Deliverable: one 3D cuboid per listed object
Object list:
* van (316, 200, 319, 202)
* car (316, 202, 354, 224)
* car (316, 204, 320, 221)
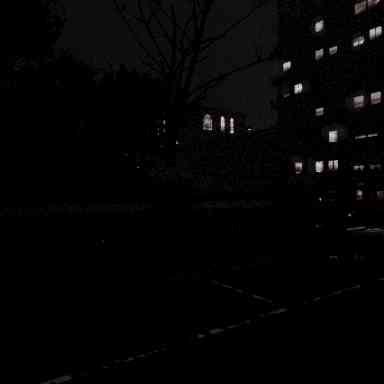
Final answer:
[{"bbox_3d":[10.526,1.646,32.576,1.690,1.788,3.998,-1,0,-36],"label":"van"},{"bbox_3d":[11.122,1.806,27.618,1.994,1.385,4.181,0,-1,-38],"label":"car"},{"bbox_3d":[7.481,1.879,26.941,1.895,1.301,4.718,0,-1,-36],"label":"car"}]
